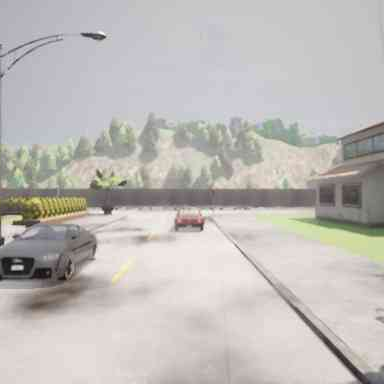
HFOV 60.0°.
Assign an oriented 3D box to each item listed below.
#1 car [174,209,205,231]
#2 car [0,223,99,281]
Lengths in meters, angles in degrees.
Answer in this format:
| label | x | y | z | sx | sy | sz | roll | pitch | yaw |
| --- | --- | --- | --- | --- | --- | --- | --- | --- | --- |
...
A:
| label | x | y | z | sx | sy | sz | roll | pitch | yaw |
| --- | --- | --- | --- | --- | --- | --- | --- | --- | --- |
| car | -0.183 | 1.789 | 22.088 | 1.895 | 1.301 | 4.718 | 0 | 0 | -1 |
| car | -4.215 | 1.651 | 9.980 | 1.994 | 1.385 | 4.181 | 0 | -1 | -1 |
